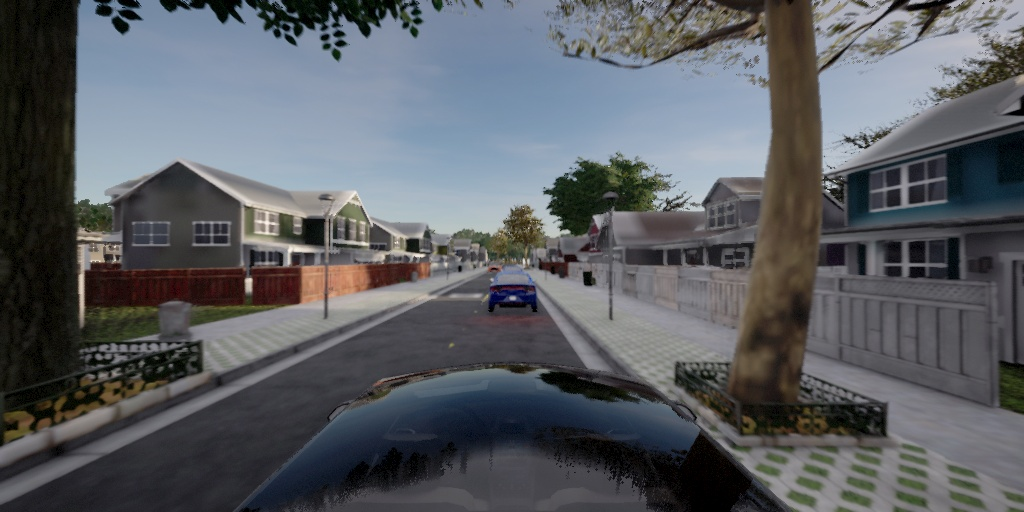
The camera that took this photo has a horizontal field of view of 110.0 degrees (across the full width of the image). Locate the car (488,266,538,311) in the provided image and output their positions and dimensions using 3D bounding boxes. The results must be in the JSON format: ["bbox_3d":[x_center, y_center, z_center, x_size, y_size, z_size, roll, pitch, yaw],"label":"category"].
[{"bbox_3d":[0.052,1.385,15.358,1.882,1.535,5.008,0,0,1],"label":"car"}]

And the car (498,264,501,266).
[{"bbox_3d":[0.050,1.567,30.410,1.882,1.535,5.008,0,0,0],"label":"car"}]

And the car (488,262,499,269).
[{"bbox_3d":[-2.812,1.798,58.688,2.097,1.767,4.553,0,-1,0],"label":"car"}]
